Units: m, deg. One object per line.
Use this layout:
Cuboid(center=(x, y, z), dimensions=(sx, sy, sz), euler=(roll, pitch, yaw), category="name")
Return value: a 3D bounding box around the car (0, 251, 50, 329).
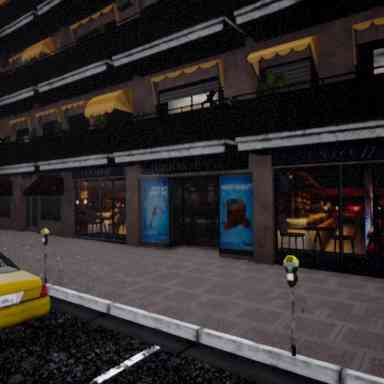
Cuboid(center=(-4.552, 1.527, 6.127), dimensions=(4.829, 1.417, 1.752), euler=(0, -1, 35), category="car")
